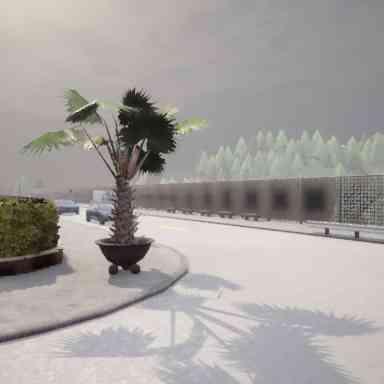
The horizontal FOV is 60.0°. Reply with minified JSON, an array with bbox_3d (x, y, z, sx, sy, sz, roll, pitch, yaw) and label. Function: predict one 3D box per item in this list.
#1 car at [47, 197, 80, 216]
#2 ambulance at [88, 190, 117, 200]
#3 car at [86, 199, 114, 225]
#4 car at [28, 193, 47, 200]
[{"bbox_3d":[-12.801,1.478,33.463,1.882,1.535,5.008,0,0,-35],"label":"car"},{"bbox_3d":[-9.111,1.031,35.337,2.351,2.431,6.366,0,0,-35],"label":"ambulance"},{"bbox_3d":[-6.382,1.526,24.413,1.812,1.442,4.674,0,0,-36],"label":"car"},{"bbox_3d":[-20.797,1.222,44.865,2.150,2.045,5.566,0,0,-35],"label":"car"}]
